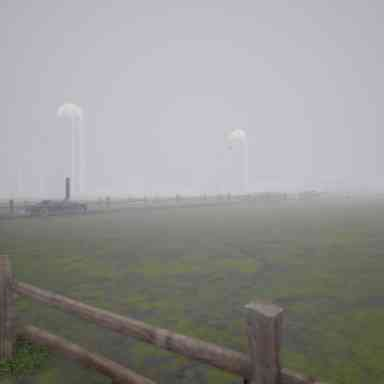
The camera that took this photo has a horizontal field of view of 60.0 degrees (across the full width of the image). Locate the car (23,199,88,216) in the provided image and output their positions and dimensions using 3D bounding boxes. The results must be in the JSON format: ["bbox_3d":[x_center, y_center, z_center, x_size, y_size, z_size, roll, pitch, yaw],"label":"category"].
[{"bbox_3d":[-11.123,1.243,27.394,4.718,1.301,1.895,-1,0,-41],"label":"car"}]

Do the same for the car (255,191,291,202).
[{"bbox_3d":[11.824,0.627,47.173,5.357,1.411,2.033,-1,0,-40],"label":"car"}]

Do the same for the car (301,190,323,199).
[{"bbox_3d":[19.260,0.405,53.667,4.892,1.490,1.837,-1,0,-41],"label":"car"}]

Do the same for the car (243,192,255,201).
[{"bbox_3d":[9.843,0.668,49.219,5.357,1.411,2.033,-1,0,-40],"label":"car"}]
